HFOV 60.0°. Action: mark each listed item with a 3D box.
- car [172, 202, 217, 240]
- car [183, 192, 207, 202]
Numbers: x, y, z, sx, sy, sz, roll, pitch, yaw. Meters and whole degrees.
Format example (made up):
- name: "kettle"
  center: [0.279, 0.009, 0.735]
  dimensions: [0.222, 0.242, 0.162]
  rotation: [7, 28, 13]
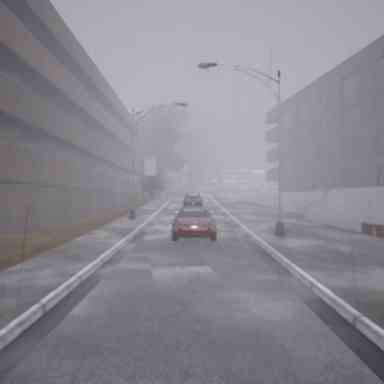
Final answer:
- name: "car"
  center: [0.098, 1.394, 15.970]
  dimensions: [1.994, 1.385, 4.181]
  rotation: [0, 1, 0]
- name: "car"
  center: [0.097, 0.756, 33.440]
  dimensions: [2.128, 1.511, 4.902]
  rotation: [0, 2, 0]
